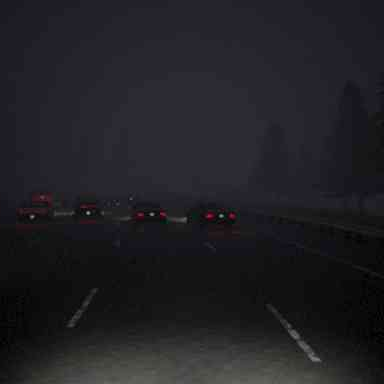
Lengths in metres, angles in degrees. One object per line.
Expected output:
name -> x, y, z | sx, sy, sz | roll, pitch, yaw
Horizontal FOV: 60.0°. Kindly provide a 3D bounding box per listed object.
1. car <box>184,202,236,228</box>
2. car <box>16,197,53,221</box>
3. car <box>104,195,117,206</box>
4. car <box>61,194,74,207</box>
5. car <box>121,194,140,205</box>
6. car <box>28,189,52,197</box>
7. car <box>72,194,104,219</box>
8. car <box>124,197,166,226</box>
car -> 0.938, 1.276, 19.849 | 2.033, 1.411, 5.357 | 0, 1, -14
car -> -11.033, 1.277, 23.682 | 1.895, 1.301, 4.718 | 0, 1, -17
car -> -10.594, 1.053, 40.150 | 1.895, 1.301, 4.718 | 0, 1, -28
car -> -14.586, 0.941, 40.071 | 2.128, 1.511, 4.902 | 0, 0, -29
car -> -7.568, 0.956, 41.797 | 1.812, 1.442, 4.674 | 0, 0, -28
car -> -17.265, 0.699, 37.855 | 2.150, 2.045, 5.566 | 0, 0, -30
car -> -7.998, 1.156, 25.497 | 1.837, 1.490, 4.892 | 0, 1, -18
car -> -2.867, 1.262, 20.803 | 2.033, 1.411, 5.357 | 0, 1, -15
